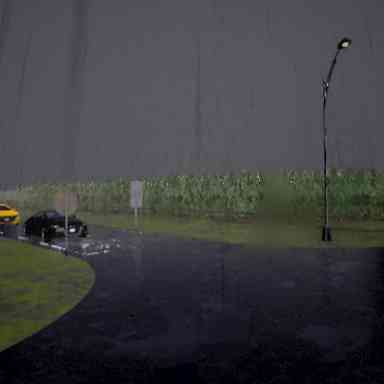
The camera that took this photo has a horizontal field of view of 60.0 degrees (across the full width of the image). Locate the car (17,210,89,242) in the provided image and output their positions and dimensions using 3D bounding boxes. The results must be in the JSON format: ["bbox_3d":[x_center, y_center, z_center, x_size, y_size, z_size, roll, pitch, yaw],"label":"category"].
[{"bbox_3d":[-7.052,1.644,17.090,4.181,1.385,1.994,-1,0,45],"label":"car"}]

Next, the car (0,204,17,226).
[{"bbox_3d":[-14.212,1.633,24.253,1.882,1.535,5.008,0,-1,-45],"label":"car"}]
